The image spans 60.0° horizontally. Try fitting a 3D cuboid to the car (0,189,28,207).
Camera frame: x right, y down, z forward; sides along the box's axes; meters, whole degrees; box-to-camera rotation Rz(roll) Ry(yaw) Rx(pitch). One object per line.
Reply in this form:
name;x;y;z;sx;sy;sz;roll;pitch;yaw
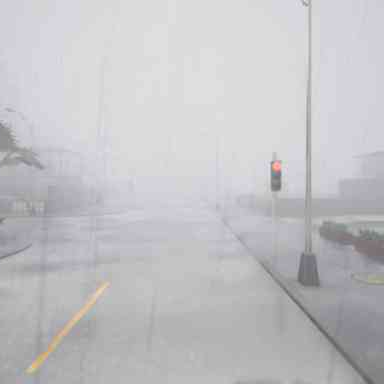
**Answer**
car;-19.755;0.595;35.768;1.905;1.878;3.866;0;1;35
